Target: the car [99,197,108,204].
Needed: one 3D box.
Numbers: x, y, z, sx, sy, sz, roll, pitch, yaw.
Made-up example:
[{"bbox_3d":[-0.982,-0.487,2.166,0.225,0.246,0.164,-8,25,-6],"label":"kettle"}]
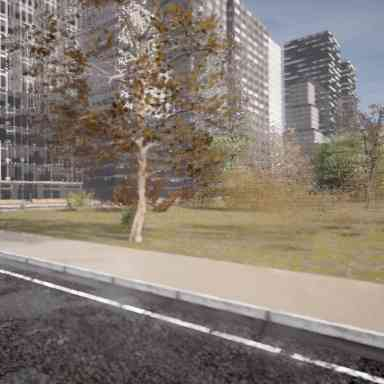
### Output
[{"bbox_3d":[-15.318,1.511,63.335,1.837,1.490,4.892,-1,-1,38],"label":"car"}]
